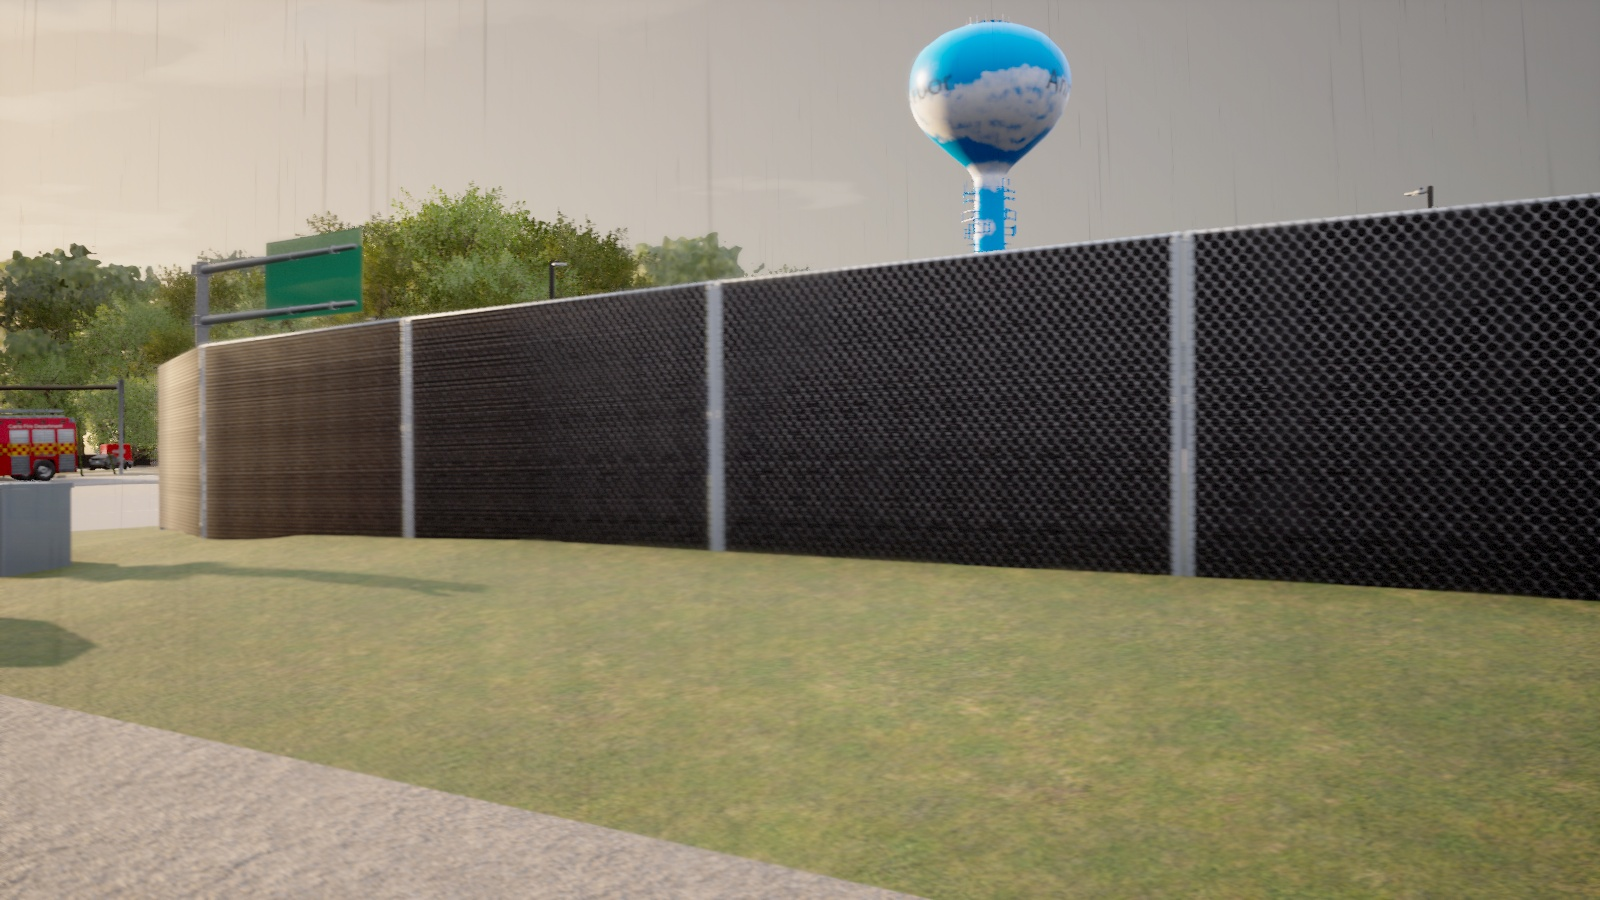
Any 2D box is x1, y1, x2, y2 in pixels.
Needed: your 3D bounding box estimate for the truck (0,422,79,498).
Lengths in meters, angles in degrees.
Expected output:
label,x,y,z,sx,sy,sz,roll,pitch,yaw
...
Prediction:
label,x,y,z,sx,sy,sz,roll,pitch,yaw
truck,-42.605,0.605,65.110,2.891,3.827,8.468,-1,2,33
